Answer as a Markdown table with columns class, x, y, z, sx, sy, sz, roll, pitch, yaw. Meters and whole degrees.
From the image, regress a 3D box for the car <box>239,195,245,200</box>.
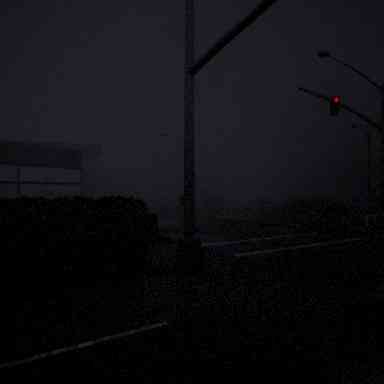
| class | x | y | z | sx | sy | sz | roll | pitch | yaw |
| --- | --- | --- | --- | --- | --- | --- | --- | --- | --- |
| car | 13.388 | 1.154 | 72.824 | 5.027 | 1.636 | 2.152 | 0 | 0 | -35 |

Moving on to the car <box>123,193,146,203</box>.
| class | x | y | z | sx | sy | sz | roll | pitch | yaw |
| --- | --- | --- | --- | --- | --- | --- | --- | --- | --- |
| car | -10.972 | 1.077 | 63.575 | 3.866 | 1.878 | 1.905 | 0 | 0 | -35 |

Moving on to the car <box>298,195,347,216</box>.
| class | x | y | z | sx | sy | sz | roll | pitch | yaw |
| --- | --- | --- | --- | --- | --- | --- | --- | --- | --- |
| car | 12.008 | 1.340 | 29.956 | 4.514 | 1.523 | 2.007 | 0 | 0 | -35 |

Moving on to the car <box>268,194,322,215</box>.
| class | x | y | z | sx | sy | sz | roll | pitch | yaw |
| --- | --- | --- | --- | --- | --- | --- | --- | --- | --- |
| car | 10.163 | 1.330 | 32.493 | 5.027 | 1.636 | 2.152 | 0 | 0 | -35 |

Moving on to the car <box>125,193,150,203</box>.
| class | x | y | z | sx | sy | sz | roll | pitch | yaw |
| --- | --- | --- | --- | --- | --- | --- | --- | --- | --- |
| car | -9.562 | 1.361 | 60.502 | 3.806 | 1.475 | 1.970 | 0 | 0 | -35 |

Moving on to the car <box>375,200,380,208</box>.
| class | x | y | z | sx | sy | sz | roll | pitch | yaw |
| --- | --- | --- | --- | --- | --- | --- | --- | --- | --- |
| car | 25.525 | 1.384 | 43.097 | 3.806 | 1.475 | 1.970 | 0 | 0 | -35 |

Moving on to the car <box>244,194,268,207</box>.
| class | x | y | z | sx | sy | sz | roll | pitch | yaw |
| --- | --- | --- | --- | --- | --- | --- | --- | --- | --- |
| car | 9.638 | 1.320 | 46.598 | 3.633 | 1.501 | 1.845 | 0 | 0 | -35 |

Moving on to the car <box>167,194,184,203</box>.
| class | x | y | z | sx | sy | sz | roll | pitch | yaw |
| --- | --- | --- | --- | --- | --- | --- | --- | --- | --- |
| car | -2.644 | 1.097 | 65.405 | 4.605 | 1.855 | 1.932 | 0 | 0 | -35 |

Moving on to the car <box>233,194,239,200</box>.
| class | x | y | z | sx | sy | sz | roll | pitch | yaw |
| --- | --- | --- | --- | --- | --- | --- | --- | --- | --- |
| car | 9.436 | 1.232 | 77.890 | 3.806 | 1.475 | 1.970 | 0 | 0 | -35 |

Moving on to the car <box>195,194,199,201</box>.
| class | x | y | z | sx | sy | sz | roll | pitch | yaw |
| --- | --- | --- | --- | --- | --- | --- | --- | --- | --- |
| car | 1.562 | 1.298 | 76.838 | 4.514 | 1.523 | 2.007 | 0 | 0 | -35 |

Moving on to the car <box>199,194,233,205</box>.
| class | x | y | z | sx | sy | sz | roll | pitch | yaw |
| --- | --- | --- | --- | --- | --- | --- | --- | --- | --- |
| car | 3.931 | 1.298 | 54.801 | 4.514 | 1.523 | 2.007 | 0 | 0 | -35 |
